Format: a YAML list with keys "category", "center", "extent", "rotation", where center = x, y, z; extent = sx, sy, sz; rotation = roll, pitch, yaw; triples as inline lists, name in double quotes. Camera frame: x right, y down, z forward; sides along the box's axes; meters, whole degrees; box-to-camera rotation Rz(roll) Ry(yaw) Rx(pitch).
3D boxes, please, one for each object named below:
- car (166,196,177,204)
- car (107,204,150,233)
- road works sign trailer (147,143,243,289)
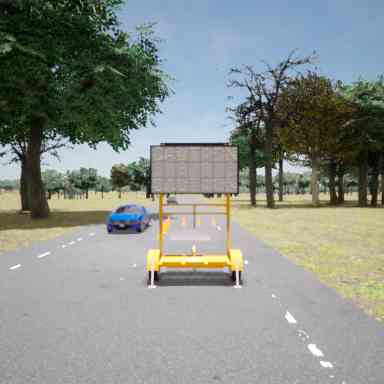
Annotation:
- category: "car"
  center: [-3.760, 1.559, 61.546]
  extent: [1.837, 1.490, 4.892]
  rotation: [0, 0, 0]
- category: "car"
  center: [-3.654, 1.474, 19.785]
  extent: [1.882, 1.535, 5.008]
  rotation: [0, 0, 0]
- category: "road works sign trailer"
  center: [0.067, 0.461, 9.161]
  extent: [2.380, 3.560, 2.880]
  rotation: [0, 0, 0]
